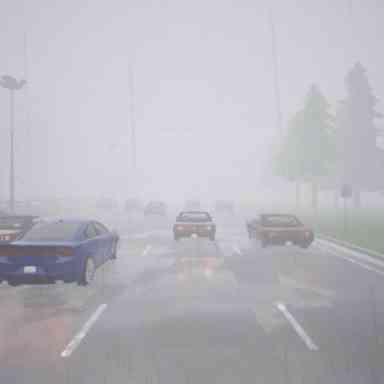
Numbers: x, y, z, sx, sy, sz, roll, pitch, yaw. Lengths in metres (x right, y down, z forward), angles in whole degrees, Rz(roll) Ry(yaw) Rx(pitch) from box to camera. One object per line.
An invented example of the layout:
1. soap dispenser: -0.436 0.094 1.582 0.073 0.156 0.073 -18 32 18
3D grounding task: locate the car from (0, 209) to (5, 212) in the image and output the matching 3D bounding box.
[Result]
1. car: -10.394 1.482 16.673 1.882 1.535 5.008 0 0 0

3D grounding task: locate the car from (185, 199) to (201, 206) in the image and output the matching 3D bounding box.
1. car: 0.114 1.533 40.647 1.812 1.442 4.674 0 0 0

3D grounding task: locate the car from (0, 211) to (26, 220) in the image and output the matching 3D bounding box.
1. car: -6.895 1.604 13.584 1.895 1.301 4.718 0 0 0

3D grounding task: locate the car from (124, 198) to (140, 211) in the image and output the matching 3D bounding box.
1. car: -6.887 1.512 39.944 1.837 1.490 4.892 0 0 0

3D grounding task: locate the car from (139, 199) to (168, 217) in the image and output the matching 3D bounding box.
1. car: -3.389 1.553 31.511 2.033 1.411 5.357 0 0 0

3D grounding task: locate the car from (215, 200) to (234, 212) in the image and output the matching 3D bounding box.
1. car: 3.613 1.607 38.266 1.895 1.301 4.718 0 0 0

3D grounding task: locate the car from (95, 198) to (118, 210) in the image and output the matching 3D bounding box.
1. car: -10.385 1.499 40.602 2.128 1.511 4.902 0 0 0

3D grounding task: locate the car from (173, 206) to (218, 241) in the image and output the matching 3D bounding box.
1. car: 0.106 1.604 16.745 1.895 1.301 4.718 0 0 0

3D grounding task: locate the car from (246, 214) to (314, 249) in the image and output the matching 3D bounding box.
1. car: 3.604 1.603 14.578 1.895 1.301 4.718 0 0 0

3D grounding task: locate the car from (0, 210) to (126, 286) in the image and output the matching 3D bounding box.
1. car: -3.397 1.480 9.452 1.882 1.535 5.008 0 0 0
